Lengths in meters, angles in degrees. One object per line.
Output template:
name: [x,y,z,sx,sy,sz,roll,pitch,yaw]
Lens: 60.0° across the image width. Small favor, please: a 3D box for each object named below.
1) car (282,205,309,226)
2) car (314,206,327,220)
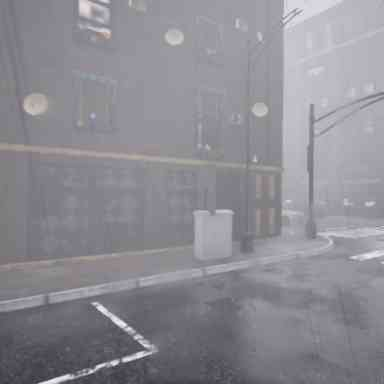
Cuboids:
car: [6.254,1.621,24.619,1.812,1.442,4.674,1,-1,-36]
car: [9.883,1.776,29.499,1.802,1.307,4.206,0,-1,-35]
